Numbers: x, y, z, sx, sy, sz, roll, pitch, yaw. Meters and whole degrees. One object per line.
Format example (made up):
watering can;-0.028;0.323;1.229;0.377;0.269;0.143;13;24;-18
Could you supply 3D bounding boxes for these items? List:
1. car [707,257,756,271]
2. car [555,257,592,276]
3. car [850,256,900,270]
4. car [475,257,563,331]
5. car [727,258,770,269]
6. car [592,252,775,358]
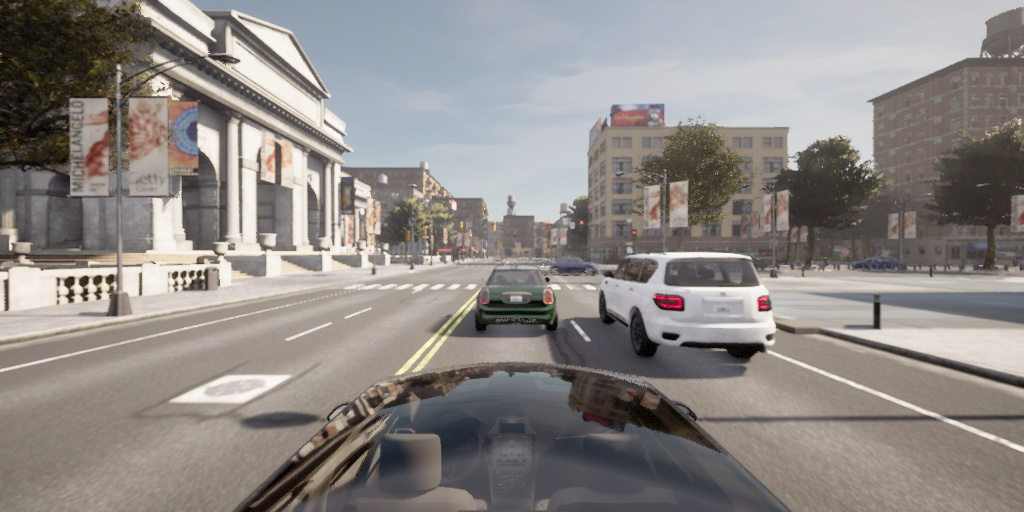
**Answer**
car;27.270;0.979;44.636;4.892;1.490;1.837;-1;0;1
car;5.783;0.886;32.900;4.553;1.767;2.097;0;-1;21
car;44.964;0.969;44.443;5.008;1.535;1.882;0;0;0
car;0.129;1.043;10.892;2.097;1.767;4.553;0;1;1
car;31.668;0.983;48.098;4.674;1.442;1.812;0;0;1
car;3.577;0.929;8.548;2.150;2.045;5.566;0;0;3
